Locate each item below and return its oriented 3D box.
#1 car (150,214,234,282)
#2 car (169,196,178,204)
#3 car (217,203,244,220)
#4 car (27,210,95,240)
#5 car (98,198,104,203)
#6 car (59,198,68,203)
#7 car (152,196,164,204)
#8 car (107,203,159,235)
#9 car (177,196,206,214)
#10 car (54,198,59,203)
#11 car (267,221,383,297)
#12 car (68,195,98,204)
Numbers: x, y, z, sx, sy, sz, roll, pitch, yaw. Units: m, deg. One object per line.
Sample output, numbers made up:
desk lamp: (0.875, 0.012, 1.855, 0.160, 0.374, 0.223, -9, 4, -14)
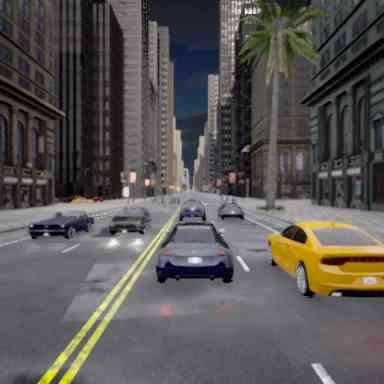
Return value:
car: (0.073, 1.587, 9.885, 1.994, 1.385, 4.181, 0, 0, 0)
car: (-3.335, 1.522, 65.173, 2.097, 1.767, 4.553, 0, 0, 0)
car: (3.306, 1.624, 29.100, 1.994, 1.385, 4.181, 0, 0, 0)
car: (-6.621, 1.639, 17.338, 1.895, 1.301, 4.718, 0, 0, 0)
car: (-24.089, 1.953, 81.846, 4.507, 1.381, 1.887, -1, 1, 0)
car: (-29.179, 1.793, 81.853, 5.009, 1.841, 2.192, -1, 1, 0)
car: (-6.585, 1.497, 65.169, 2.097, 1.767, 4.553, 0, 0, 0)
car: (-3.374, 1.590, 19.262, 2.033, 1.411, 5.357, 0, 0, 0)
car: (0.056, 1.411, 28.301, 2.097, 1.767, 4.553, 0, 0, 0)
car: (-34.262, 2.128, 81.868, 4.206, 1.307, 1.802, -1, 1, 0)
car: (3.320, 1.497, 8.670, 1.882, 1.535, 5.008, 0, 0, 0)
car: (-23.938, 1.957, 73.318, 4.829, 1.417, 1.752, -1, 1, 0)
